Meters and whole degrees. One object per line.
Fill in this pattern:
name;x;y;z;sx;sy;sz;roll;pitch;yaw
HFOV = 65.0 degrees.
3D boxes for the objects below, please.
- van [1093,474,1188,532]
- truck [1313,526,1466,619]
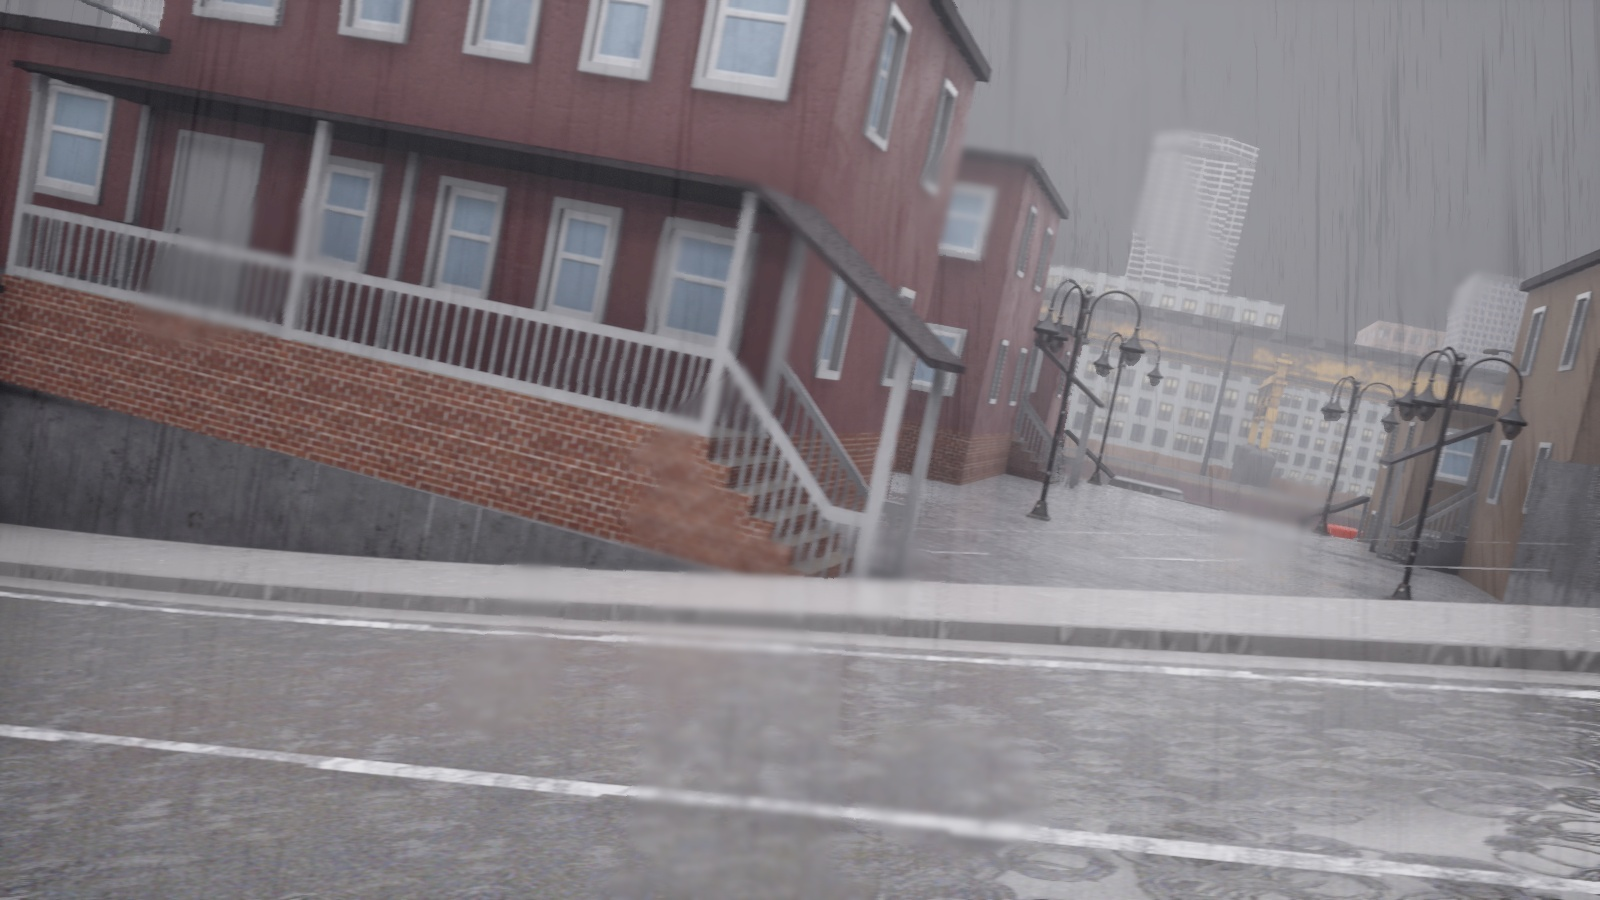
van;18.129;2.781;66.824;4.442;1.987;1.775;14;5;18
truck;24.956;5.132;53.438;5.204;2.467;2.627;14;5;18
